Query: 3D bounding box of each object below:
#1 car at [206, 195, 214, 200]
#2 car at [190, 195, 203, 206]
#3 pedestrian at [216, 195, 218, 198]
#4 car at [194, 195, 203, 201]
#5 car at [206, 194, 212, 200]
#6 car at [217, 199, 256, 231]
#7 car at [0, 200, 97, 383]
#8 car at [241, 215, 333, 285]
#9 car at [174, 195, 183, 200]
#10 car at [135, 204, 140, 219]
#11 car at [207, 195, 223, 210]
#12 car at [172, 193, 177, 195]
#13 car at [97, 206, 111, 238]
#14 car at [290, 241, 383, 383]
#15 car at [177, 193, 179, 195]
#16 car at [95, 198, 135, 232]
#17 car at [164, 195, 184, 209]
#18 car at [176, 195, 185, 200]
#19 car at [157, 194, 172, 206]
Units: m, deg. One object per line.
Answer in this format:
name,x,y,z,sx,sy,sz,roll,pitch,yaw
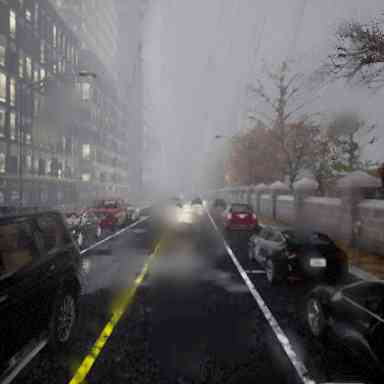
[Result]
car,4.694,1.476,88.238,1.947,1.339,4.313,0,0,3
car,0.764,1.468,54.300,1.812,1.442,4.674,0,0,2
pedestrian,3.266,1.246,44.354,0.375,1.860,0.375,0,0,1
car,1.438,1.390,75.200,1.895,1.301,4.718,0,0,2
car,3.640,1.482,60.054,1.887,1.381,4.507,0,0,2
car,2.829,1.417,20.557,1.967,1.590,4.097,0,0,1
car,-2.841,1.217,3.212,2.150,2.045,5.566,0,0,0
car,2.735,1.556,9.267,1.947,1.339,4.313,0,0,0
car,-3.508,1.459,87.715,2.008,1.369,4.403,0,0,2
car,-5.133,1.521,25.853,2.008,1.369,4.403,0,0,1
car,3.201,1.461,41.417,1.837,1.490,4.892,0,0,1
car,-4.402,1.251,59.608,2.192,1.841,5.009,0,0,2
car,-5.254,1.534,14.588,2.008,1.369,4.403,0,0,0
car,2.715,1.562,3.616,1.947,1.339,4.313,0,0,0
car,-3.971,1.234,76.479,2.192,1.841,5.009,0,0,2
car,-5.200,1.292,20.217,2.192,1.841,5.009,0,0,1
car,-2.293,1.476,45.295,1.812,1.442,4.674,0,0,2
car,-3.253,1.453,93.330,2.008,1.369,4.403,0,0,3
car,-4.562,1.486,53.984,1.887,1.381,4.507,0,0,2
